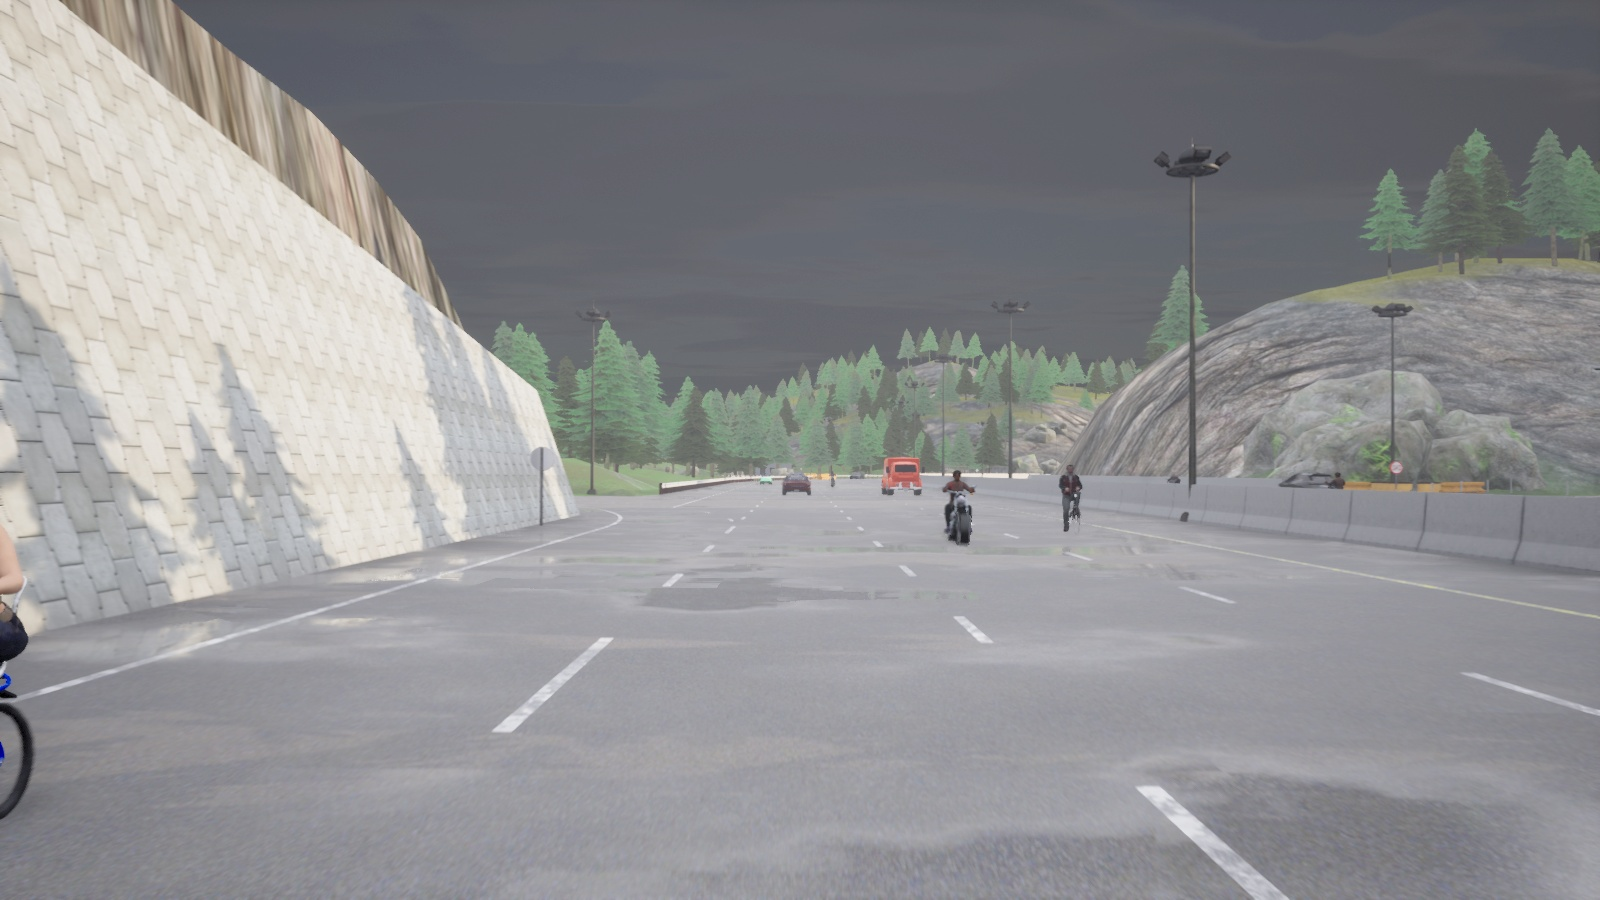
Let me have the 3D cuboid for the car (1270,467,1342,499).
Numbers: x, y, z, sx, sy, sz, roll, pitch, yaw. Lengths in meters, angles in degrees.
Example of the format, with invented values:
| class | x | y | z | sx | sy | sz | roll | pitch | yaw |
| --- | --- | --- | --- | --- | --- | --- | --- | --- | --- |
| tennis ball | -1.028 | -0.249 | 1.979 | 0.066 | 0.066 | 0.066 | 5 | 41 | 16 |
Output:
| class | x | y | z | sx | sy | sz | roll | pitch | yaw |
| --- | --- | --- | --- | --- | --- | --- | --- | --- | --- |
| car | 27.832 | 1.794 | 69.255 | 2.033 | 1.649 | 4.856 | 0 | -1 | 0 |

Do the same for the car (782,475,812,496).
| class | x | y | z | sx | sy | sz | roll | pitch | yaw |
| --- | --- | --- | --- | --- | --- | --- | --- | --- | --- |
| car | -0.198 | 2.284 | 81.734 | 1.895 | 1.301 | 4.718 | 0 | -1 | 0 |

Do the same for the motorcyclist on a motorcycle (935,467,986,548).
| class | x | y | z | sx | sy | sz | roll | pitch | yaw |
| --- | --- | --- | --- | --- | --- | --- | --- | --- | --- |
| motorcyclist on a motorcycle | 3.434 | 1.204 | 27.050 | 0.766 | 1.649 | 2.350 | 0 | -1 | 0 |

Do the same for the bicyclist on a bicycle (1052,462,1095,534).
| class | x | y | z | sx | sy | sz | roll | pitch | yaw |
| --- | --- | --- | --- | --- | --- | --- | --- | --- | --- |
| bicyclist on a bicycle | 6.922 | 1.191 | 31.872 | 0.659 | 1.776 | 1.843 | 0 | -1 | 0 |

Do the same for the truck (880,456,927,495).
| class | x | y | z | sx | sy | sz | roll | pitch | yaw |
| --- | --- | --- | --- | --- | --- | --- | --- | --- | --- |
| truck | 6.797 | 1.691 | 83.058 | 2.627 | 2.467 | 5.204 | 0 | -1 | 0 |

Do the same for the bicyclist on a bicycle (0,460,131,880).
| class | x | y | z | sx | sy | sz | roll | pitch | yaw |
| --- | --- | --- | --- | --- | --- | --- | --- | --- | --- |
| bicyclist on a bicycle | -3.509 | 0.849 | 5.015 | 0.866 | 1.612 | 1.509 | 0 | -1 | 0 |
